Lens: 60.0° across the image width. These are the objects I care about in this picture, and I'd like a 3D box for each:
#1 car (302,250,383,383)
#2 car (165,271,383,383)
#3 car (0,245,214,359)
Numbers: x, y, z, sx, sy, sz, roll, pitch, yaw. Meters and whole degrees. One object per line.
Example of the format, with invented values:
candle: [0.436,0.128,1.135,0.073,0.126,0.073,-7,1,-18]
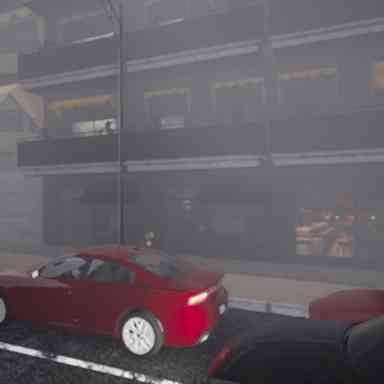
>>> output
car: [3.662,1.625,3.769,4.507,1.381,1.887,0,-2,21]
car: [2.440,1.557,2.250,4.892,1.490,1.837,0,-1,21]
car: [-1.632,1.610,5.802,4.507,1.381,1.887,0,-2,21]
